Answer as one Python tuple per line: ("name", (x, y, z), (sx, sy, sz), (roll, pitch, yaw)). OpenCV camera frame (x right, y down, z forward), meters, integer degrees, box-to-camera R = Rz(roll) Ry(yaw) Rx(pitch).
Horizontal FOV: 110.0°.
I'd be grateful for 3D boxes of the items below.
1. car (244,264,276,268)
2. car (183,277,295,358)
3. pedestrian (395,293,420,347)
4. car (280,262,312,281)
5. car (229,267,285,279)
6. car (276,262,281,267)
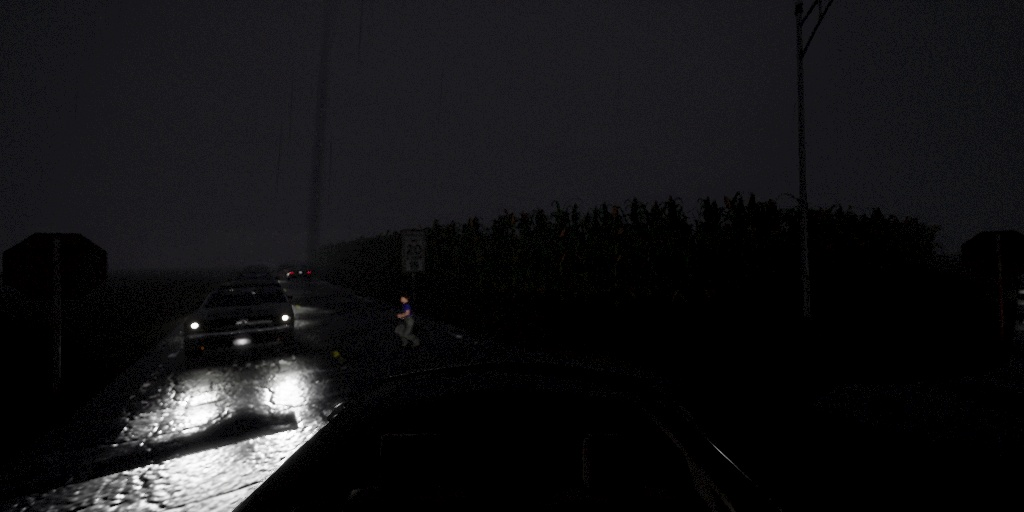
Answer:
("car", (-17.367, 1.391, 24.355), (1.837, 1.490, 4.892), (-1, 0, -35))
("car", (-6.569, 1.399, 8.934), (1.895, 1.301, 4.718), (-1, 0, -34))
("pedestrian", (-2.253, 1.333, 7.817), (0.375, 1.300, 0.375), (1, -2, -35))
("car", (-18.977, 1.443, 31.760), (2.033, 1.411, 5.357), (-1, 0, -35))
("car", (-11.802, 1.404, 16.434), (1.994, 1.385, 4.181), (-1, 0, -35))
("car", (-30.424, 1.501, 48.023), (1.837, 1.490, 4.892), (-1, 0, -35))
